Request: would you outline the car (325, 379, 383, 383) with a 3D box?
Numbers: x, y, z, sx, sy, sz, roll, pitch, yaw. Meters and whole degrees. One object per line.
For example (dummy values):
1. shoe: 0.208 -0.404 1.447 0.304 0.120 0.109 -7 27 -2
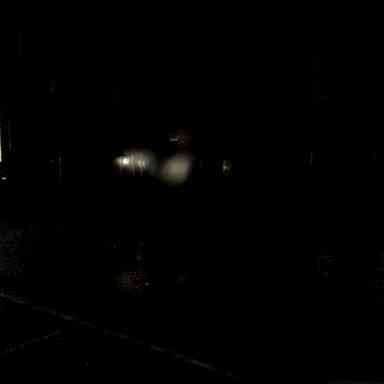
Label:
1. car: 2.552 1.509 1.030 4.829 1.417 1.752 -1 0 35
